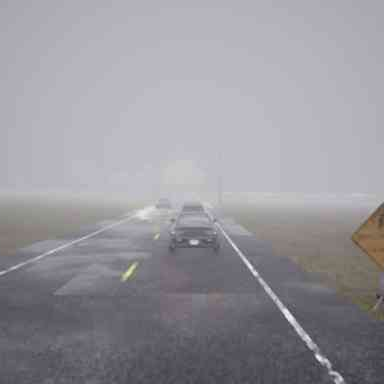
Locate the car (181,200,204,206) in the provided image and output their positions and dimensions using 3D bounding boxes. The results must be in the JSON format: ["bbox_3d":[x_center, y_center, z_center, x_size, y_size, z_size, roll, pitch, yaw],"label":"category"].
[{"bbox_3d":[0.075,1.451,29.345,1.882,1.535,5.008,0,0,0],"label":"car"}]

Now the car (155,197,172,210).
[{"bbox_3d":[-3.611,1.467,43.034,1.837,1.490,4.892,0,0,0],"label":"car"}]

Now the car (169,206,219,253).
[{"bbox_3d":[0.082,1.513,13.480,1.812,1.442,4.674,0,0,0],"label":"car"}]

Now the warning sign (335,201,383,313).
[{"bbox_3d":[3.543,1.109,6.161,1.300,1.860,1.060,0,0,0],"label":"warning sign"}]
